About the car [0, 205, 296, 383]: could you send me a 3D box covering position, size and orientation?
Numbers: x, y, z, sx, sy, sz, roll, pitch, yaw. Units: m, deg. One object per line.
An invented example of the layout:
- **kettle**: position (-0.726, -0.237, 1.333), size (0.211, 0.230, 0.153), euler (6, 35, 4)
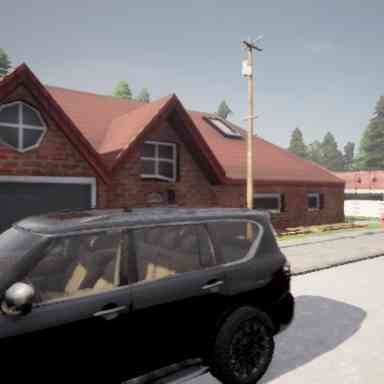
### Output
- **car**: position (-1.204, 1.220, 3.753), size (5.566, 2.045, 2.150), euler (0, 0, -35)
